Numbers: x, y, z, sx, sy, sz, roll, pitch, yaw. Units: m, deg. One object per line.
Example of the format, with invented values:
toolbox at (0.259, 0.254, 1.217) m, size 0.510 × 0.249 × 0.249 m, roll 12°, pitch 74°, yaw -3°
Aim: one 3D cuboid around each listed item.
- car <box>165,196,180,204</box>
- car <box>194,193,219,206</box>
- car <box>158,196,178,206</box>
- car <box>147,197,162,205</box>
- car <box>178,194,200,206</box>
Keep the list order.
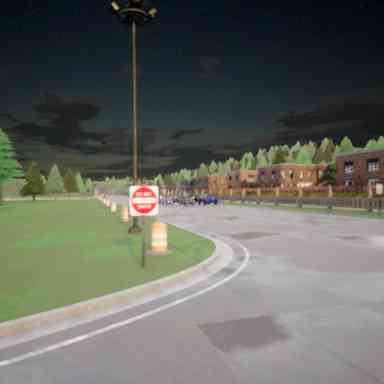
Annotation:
car at (-3.839, 1.543, 64.479) m, size 1.837 × 1.490 × 4.892 m, roll -1°, pitch 0°, yaw -17°
car at (2.622, 1.194, 55.343) m, size 2.150 × 2.045 × 5.566 m, roll -1°, pitch 0°, yaw -16°
car at (-4.361, 1.591, 54.298) m, size 2.033 × 1.411 × 5.357 m, roll -1°, pitch 0°, yaw -16°
car at (-7.188, 1.635, 63.467) m, size 1.994 × 1.385 × 4.181 m, roll -1°, pitch 0°, yaw -17°
car at (-0.902, 1.556, 54.936) m, size 2.033 × 1.411 × 5.357 m, roll -1°, pitch 0°, yaw -16°
